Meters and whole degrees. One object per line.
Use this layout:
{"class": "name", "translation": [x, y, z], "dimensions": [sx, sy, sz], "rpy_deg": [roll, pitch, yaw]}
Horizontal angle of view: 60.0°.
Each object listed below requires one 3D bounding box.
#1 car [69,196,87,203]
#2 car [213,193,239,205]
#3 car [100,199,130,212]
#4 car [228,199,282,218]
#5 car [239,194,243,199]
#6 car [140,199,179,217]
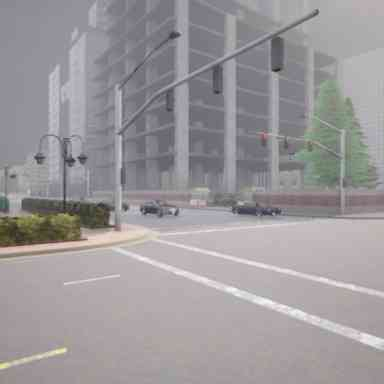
{"class": "car", "translation": [-16.970, 1.452, 49.513], "dimensions": [1.837, 1.490, 4.892], "rpy_deg": [0, 2, -36]}
{"class": "car", "translation": [5.054, 1.133, 53.495], "dimensions": [1.905, 1.878, 3.866], "rpy_deg": [0, 0, -36]}
{"class": "car", "translation": [-9.140, 1.500, 38.697], "dimensions": [2.033, 1.411, 5.357], "rpy_deg": [0, 0, -36]}
{"class": "car", "translation": [5.715, 1.556, 29.983], "dimensions": [1.895, 1.301, 4.718], "rpy_deg": [0, 0, -33]}
{"class": "car", "translation": [7.444, 1.134, 55.210], "dimensions": [1.905, 1.878, 3.866], "rpy_deg": [0, 0, -36]}
{"class": "car", "translation": [-3.034, 1.444, 30.293], "dimensions": [2.128, 1.511, 4.902], "rpy_deg": [0, 0, -36]}
